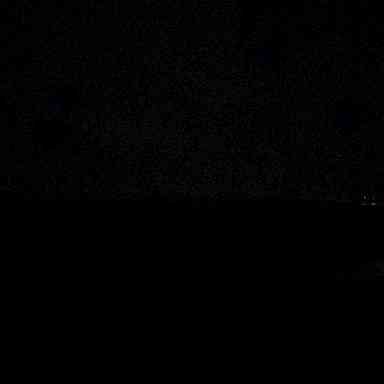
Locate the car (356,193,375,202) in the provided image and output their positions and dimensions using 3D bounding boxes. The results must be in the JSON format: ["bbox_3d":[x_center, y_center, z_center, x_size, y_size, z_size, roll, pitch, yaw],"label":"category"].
[{"bbox_3d":[34.132,1.075,65.432,2.097,1.767,4.553,1,1,7],"label":"car"}]

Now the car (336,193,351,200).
[{"bbox_3d":[37.954,1.117,83.361,1.837,1.490,4.892,1,1,-6],"label":"car"}]
